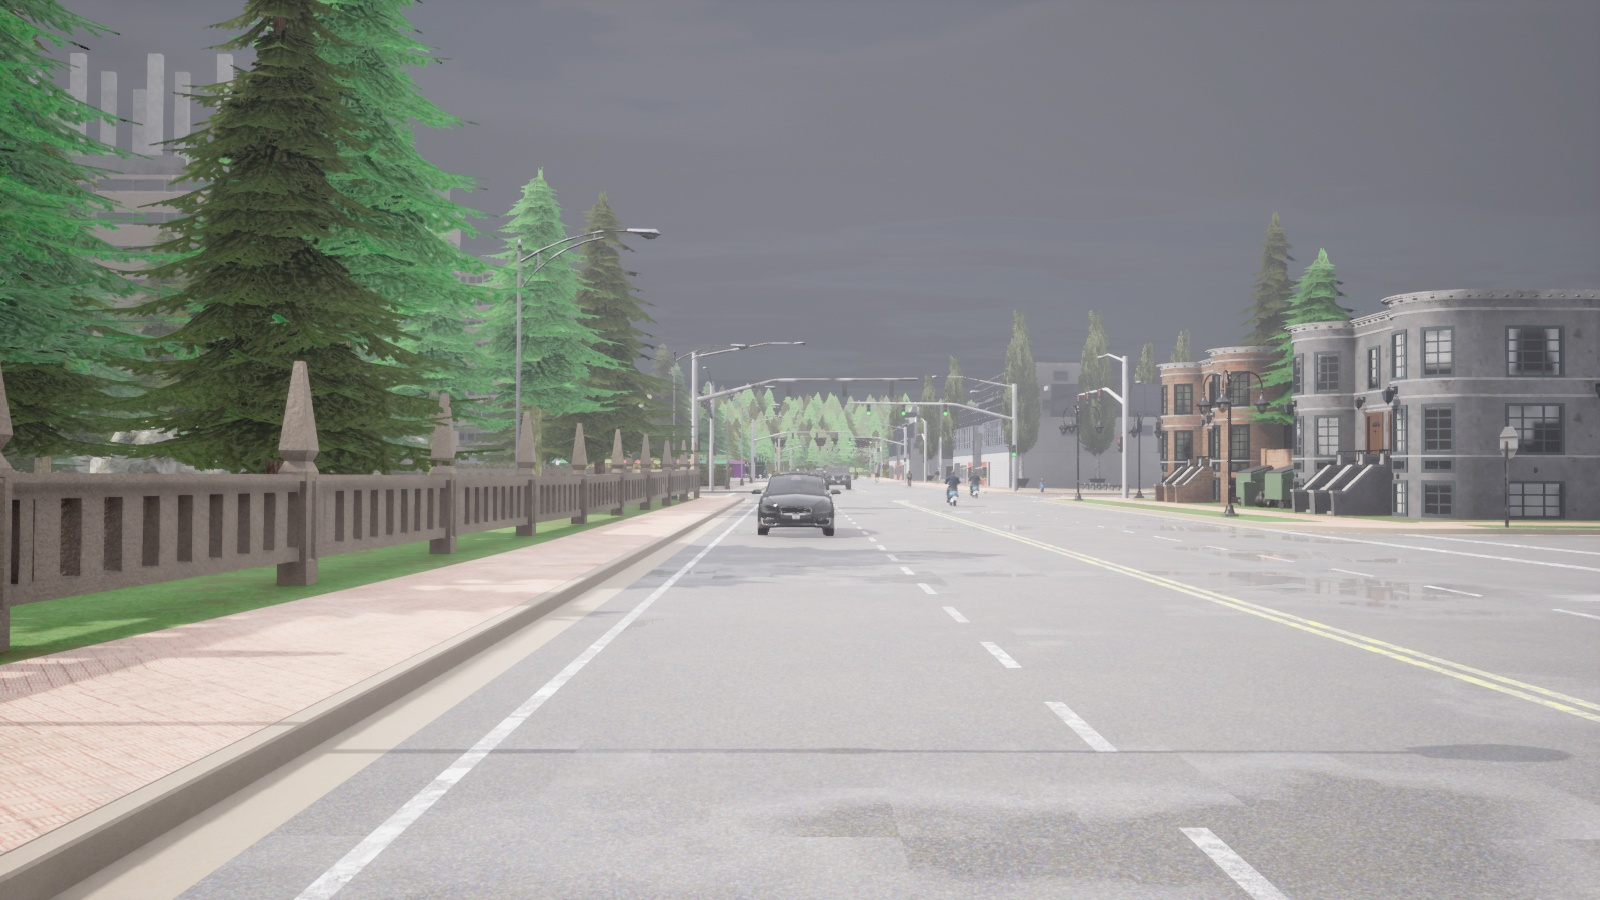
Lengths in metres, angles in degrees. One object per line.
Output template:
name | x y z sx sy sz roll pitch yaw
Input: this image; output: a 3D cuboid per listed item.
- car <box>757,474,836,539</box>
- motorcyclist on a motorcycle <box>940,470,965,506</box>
car | -0.088 1.346 31.391 1.837 1.490 4.892 0 -1 0
motorcyclist on a motorcycle | 6.842 1.685 56.365 0.866 1.590 1.817 0 -1 0
